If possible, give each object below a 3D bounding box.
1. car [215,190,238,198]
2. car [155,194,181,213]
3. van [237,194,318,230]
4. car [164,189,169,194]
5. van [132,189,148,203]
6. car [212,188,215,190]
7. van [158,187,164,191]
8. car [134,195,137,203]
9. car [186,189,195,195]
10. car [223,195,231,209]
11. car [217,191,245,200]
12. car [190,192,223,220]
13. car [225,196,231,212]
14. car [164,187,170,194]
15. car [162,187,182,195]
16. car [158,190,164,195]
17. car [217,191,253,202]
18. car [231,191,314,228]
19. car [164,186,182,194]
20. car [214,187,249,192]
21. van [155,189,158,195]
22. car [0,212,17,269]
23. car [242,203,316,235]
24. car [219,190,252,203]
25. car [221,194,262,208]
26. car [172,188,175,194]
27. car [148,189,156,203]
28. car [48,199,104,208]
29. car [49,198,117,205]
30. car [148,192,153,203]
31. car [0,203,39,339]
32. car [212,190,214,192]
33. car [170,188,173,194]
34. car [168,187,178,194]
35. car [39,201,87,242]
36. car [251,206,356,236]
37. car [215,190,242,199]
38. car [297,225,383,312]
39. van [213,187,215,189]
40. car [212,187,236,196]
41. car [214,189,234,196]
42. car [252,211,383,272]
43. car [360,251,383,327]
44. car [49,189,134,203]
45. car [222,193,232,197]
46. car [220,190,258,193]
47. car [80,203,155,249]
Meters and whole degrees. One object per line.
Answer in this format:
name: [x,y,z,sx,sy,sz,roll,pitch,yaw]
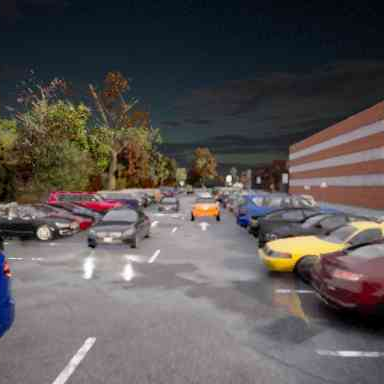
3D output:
car: [7.011,0.363,68.117,4.674,1.452,2.002,0,1,2]
car: [-2.111,1.195,32.207,1.812,1.442,4.674,0,1,3]
van: [5.027,1.148,20.109,4.442,1.987,1.878,0,0,2]
car: [-6.331,0.711,48.653,5.008,1.535,2.097,0,1,2]
van: [-6.863,0.899,31.842,4.442,1.987,1.878,1,1,2]
car: [6.274,0.665,54.010,5.366,1.575,1.946,0,1,2]
van: [-6.545,0.551,45.958,4.442,1.987,1.878,1,1,2]
car: [-7.205,1.232,26.077,5.008,1.535,2.097,0,0,2]
car: [-0.339,0.045,76.395,1.895,1.301,4.718,0,1,2]
car: [5.584,1.264,31.422,4.674,1.452,2.002,0,1,2]
car: [6.572,0.640,56.826,4.674,1.452,2.002,0,1,2]
car: [1.051,1.168,25.953,2.097,1.767,4.553,0,1,2]
car: [5.468,1.328,28.590,4.674,1.452,2.002,0,1,2]
car: [-6.246,0.516,51.472,4.553,1.767,2.185,0,1,2]
car: [-4.945,-0.270,82.628,4.553,1.767,2.185,0,1,2]
car: [-6.548,0.848,43.136,4.892,1.521,2.231,0,1,2]
car: [6.535,0.737,51.173,5.366,1.575,1.946,0,1,2]
car: [5.063,1.143,17.280,5.566,2.045,2.435,0,0,2]
car: [-5.344,0.083,74.163,4.892,1.521,2.231,0,1,2]
car: [5.994,0.695,42.706,5.566,2.045,2.435,0,1,2]
van: [-6.768,0.689,40.313,4.442,1.987,1.878,0,1,2]
car: [-7.866,1.352,9.137,5.008,1.535,2.097,0,0,2]
car: [4.918,1.414,14.459,5.008,1.535,2.097,0,0,2]
car: [6.210,0.682,48.355,4.553,1.767,2.185,0,1,2]
car: [5.908,1.056,39.890,4.674,1.452,2.002,0,1,2]
car: [-6.001,0.503,57.115,5.008,1.535,2.097,0,1,2]
car: [-6.735,0.863,37.366,4.553,1.767,2.185,0,1,2]
car: [-7.512,1.324,17.600,4.792,1.488,2.163,0,0,2]
car: [-7.402,1.305,20.422,4.792,1.488,2.163,0,0,2]
car: [-6.905,1.084,34.678,4.792,1.488,2.163,0,2,2]
car: [-3.360,1.182,1.863,2.150,2.045,5.566,0,0,3]
car: [1.905,0.824,48.298,1.812,1.442,4.674,0,2,2]
car: [-6.101,0.573,54.294,5.008,1.535,2.097,0,1,2]
car: [-5.768,0.362,62.880,5.008,1.535,2.097,0,1,2]
car: [-7.653,1.314,14.905,4.892,1.521,2.231,0,0,2]
car: [4.819,1.433,11.636,5.008,1.535,2.097,0,0,2]
car: [6.818,0.491,62.470,4.792,1.488,2.163,0,1,2]
car: [4.592,1.512,5.989,4.674,1.452,2.002,0,0,2]
van: [6.564,0.304,59.647,4.442,1.987,1.878,0,1,2]
car: [7.478,-0.215,79.400,5.566,2.045,2.435,0,2,2]
car: [7.341,0.149,76.587,4.674,1.452,2.002,0,1,2]
car: [4.519,1.448,8.819,5.366,1.575,1.946,0,0,2]
car: [4.483,1.532,3.166,4.674,1.452,2.002,0,0,2]
car: [-7.291,1.004,23.241,5.566,2.045,2.435,0,0,2]
car: [5.696,1.154,34.243,5.008,1.535,2.097,0,1,2]
car: [5.770,0.959,37.064,4.553,1.767,2.185,0,1,2]
car: [-2.863,1.402,14.058,1.812,1.442,4.674,0,1,3]
